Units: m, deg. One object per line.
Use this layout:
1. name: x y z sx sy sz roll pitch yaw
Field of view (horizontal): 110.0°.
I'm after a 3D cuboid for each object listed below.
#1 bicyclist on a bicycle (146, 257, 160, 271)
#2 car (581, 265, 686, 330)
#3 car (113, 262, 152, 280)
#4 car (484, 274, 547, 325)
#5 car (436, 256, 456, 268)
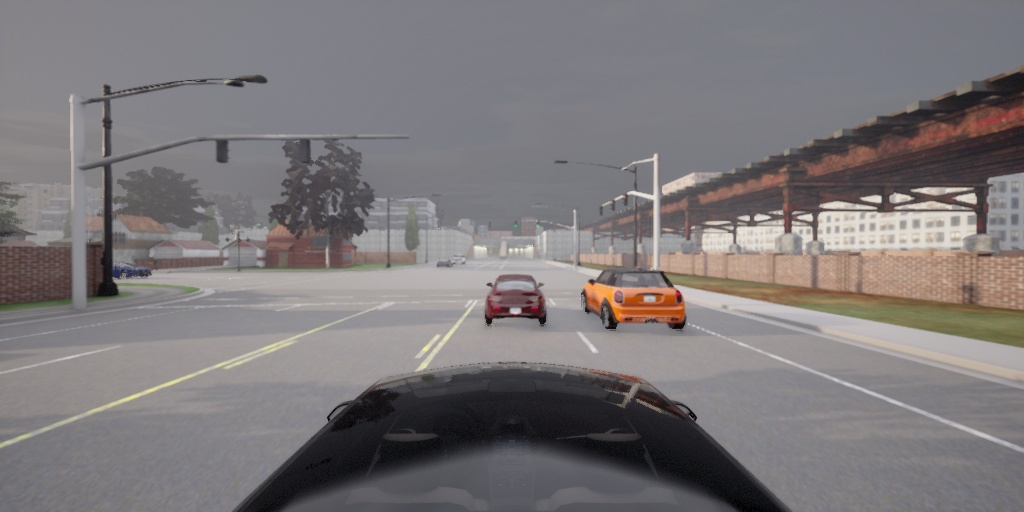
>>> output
1. bicyclist on a bicycle: -41.378 0.895 41.317 0.582 1.620 1.656 0 0 -1
2. car: 3.605 1.144 11.474 2.097 1.767 4.553 0 0 0
3. car: -34.242 1.225 31.013 5.008 1.535 1.882 0 0 -1
4. car: 0.108 1.319 11.981 1.812 1.442 4.674 0 0 0
5. car: -10.412 1.094 55.689 1.812 1.442 4.674 0 0 1
